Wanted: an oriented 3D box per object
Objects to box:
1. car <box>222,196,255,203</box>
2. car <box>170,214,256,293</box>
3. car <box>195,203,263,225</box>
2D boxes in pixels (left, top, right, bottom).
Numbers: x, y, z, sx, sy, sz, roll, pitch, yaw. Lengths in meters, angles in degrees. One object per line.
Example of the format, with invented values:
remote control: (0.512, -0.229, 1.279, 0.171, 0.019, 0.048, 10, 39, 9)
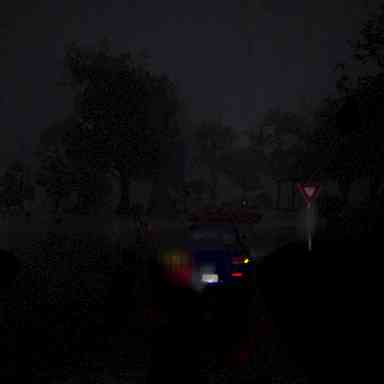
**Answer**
car: (5.581, 1.330, 40.687, 2.097, 1.767, 4.553, 0, 0, -34)
car: (0.577, 1.521, 8.768, 1.812, 1.442, 4.674, 0, 0, 5)
car: (2.202, 1.589, 21.176, 4.718, 1.301, 1.895, 0, 0, -30)
